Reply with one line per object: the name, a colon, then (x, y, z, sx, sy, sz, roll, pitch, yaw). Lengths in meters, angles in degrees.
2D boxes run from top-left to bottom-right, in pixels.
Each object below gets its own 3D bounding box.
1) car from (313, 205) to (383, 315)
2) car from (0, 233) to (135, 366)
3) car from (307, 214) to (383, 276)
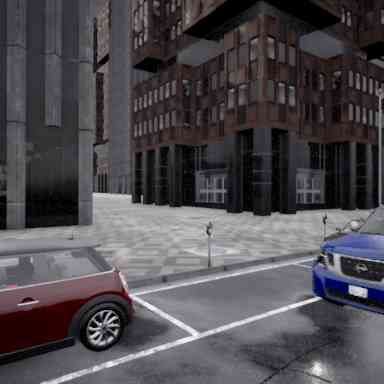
car: (4.873, 1.219, 6.878, 5.566, 2.045, 2.150, 0, 0, -36)
car: (-2.963, 1.440, 4.536, 4.097, 1.590, 1.967, 0, 0, -36)
car: (6.015, 1.548, 10.980, 4.403, 1.369, 2.008, 0, 0, -36)
